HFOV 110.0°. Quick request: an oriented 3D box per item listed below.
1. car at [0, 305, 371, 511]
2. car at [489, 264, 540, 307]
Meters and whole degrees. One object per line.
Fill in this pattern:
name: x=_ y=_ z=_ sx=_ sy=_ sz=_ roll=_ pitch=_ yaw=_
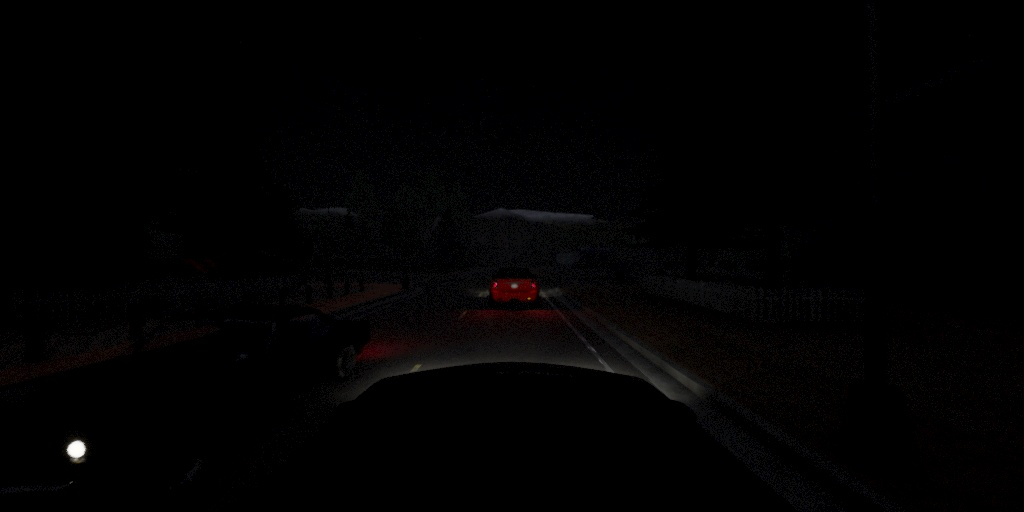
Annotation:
car: x=-3.584 y=1.376 z=4.505 sx=1.895 sy=1.301 sz=4.718 roll=0 pitch=-1 yaw=0
car: x=0.105 y=1.236 z=16.542 sx=2.097 sy=1.767 sz=4.553 roll=0 pitch=0 yaw=0
